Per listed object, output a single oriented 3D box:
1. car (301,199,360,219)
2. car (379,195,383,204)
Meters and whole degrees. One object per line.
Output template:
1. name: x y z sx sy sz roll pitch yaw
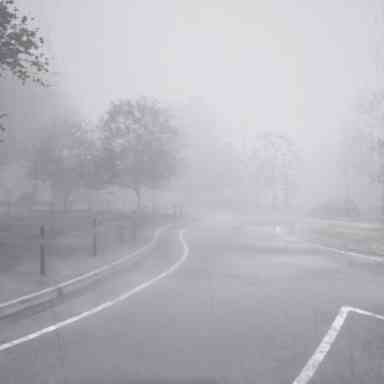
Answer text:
1. car: 11.881 1.351 28.678 4.553 1.767 2.097 1 0 3
2. car: 40.643 1.602 66.775 2.435 2.045 5.566 2 -1 -42
